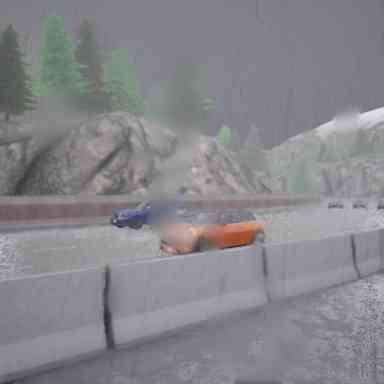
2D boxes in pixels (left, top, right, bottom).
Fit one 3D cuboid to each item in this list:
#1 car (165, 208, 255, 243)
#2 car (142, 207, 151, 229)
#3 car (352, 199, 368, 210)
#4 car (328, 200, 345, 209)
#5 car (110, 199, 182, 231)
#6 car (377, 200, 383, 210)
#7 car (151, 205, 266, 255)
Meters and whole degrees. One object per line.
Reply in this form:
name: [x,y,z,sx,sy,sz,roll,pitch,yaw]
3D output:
car: [1.120,1.709,18.255,5.008,1.535,1.882,0,-1,-40]
car: [-0.547,1.811,21.399,4.674,1.442,1.812,0,-1,-41]
car: [26.661,1.955,52.581,1.837,1.490,4.892,-1,-1,33]
car: [23.527,2.067,54.178,1.994,1.385,4.181,-1,-1,33]
car: [-3.015,1.556,23.883,5.566,2.045,2.150,0,-1,-40]
car: [28.322,1.898,48.716,1.837,1.490,4.892,-1,-1,34]
car: [0.919,1.525,13.594,4.553,1.767,2.097,0,-1,-39]
